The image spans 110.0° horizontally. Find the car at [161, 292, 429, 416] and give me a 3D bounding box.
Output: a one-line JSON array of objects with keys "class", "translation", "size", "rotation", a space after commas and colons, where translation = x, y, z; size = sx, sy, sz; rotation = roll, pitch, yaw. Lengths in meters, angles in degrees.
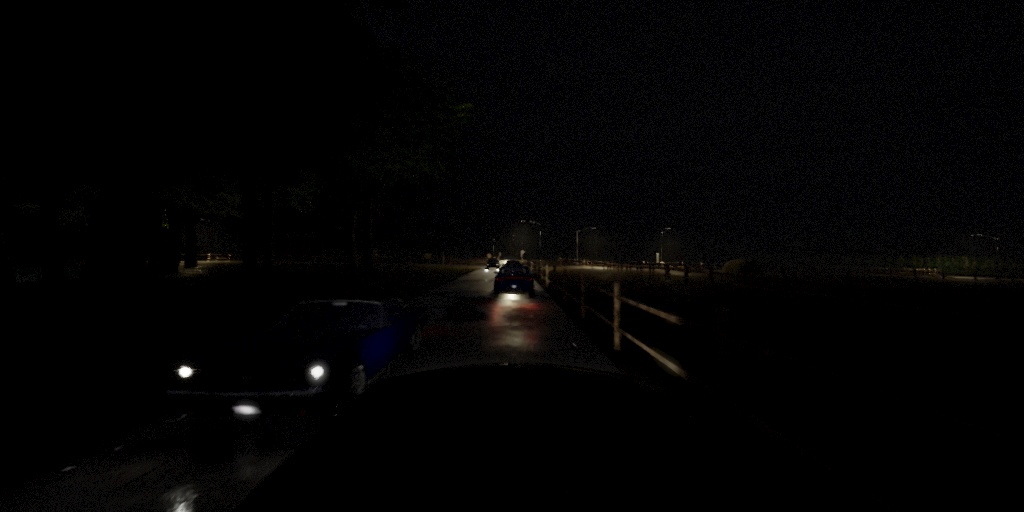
[{"class": "car", "translation": [-2.851, 1.345, 6.058], "size": [1.895, 1.301, 4.718], "rotation": [0, 0, 0]}]

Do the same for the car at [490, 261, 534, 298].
[{"class": "car", "translation": [0.093, 1.203, 18.475], "size": [1.882, 1.535, 5.008], "rotation": [0, 0, 0]}]

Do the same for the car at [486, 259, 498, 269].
[{"class": "car", "translation": [-2.762, 1.150, 52.696], "size": [1.837, 1.490, 4.892], "rotation": [0, 0, 0]}]
